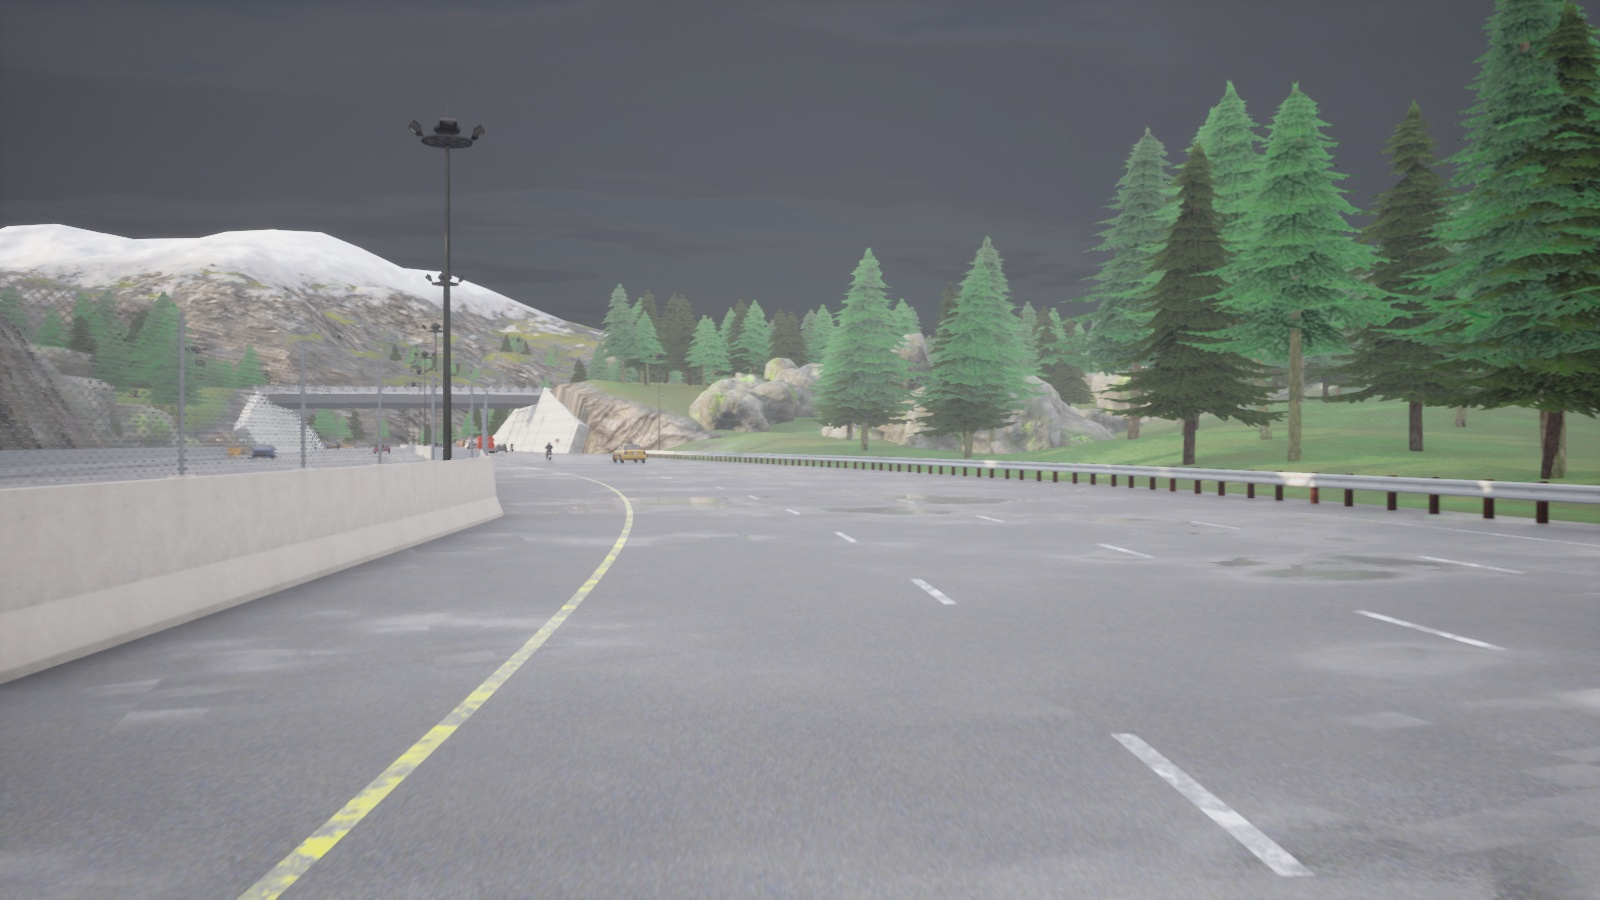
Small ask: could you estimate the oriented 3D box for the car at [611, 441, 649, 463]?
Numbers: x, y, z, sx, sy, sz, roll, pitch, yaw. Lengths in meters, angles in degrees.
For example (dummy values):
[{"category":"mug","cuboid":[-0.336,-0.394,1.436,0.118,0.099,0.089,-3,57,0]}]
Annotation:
[{"category":"car","cuboid":[-12.537,0.158,92.380,1.801,1.575,5.366,0,0,-18]}]
